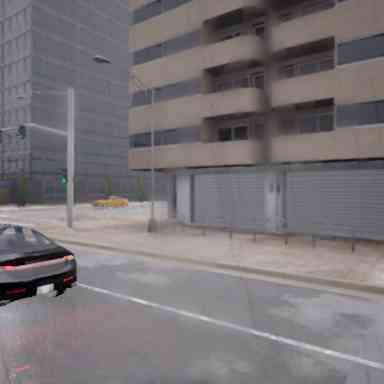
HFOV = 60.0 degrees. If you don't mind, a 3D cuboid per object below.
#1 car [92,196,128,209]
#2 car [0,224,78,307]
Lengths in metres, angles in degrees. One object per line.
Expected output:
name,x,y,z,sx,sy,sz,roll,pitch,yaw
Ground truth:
car,-10.327,1.289,42.210,1.882,1.535,5.008,0,0,36
car,-4.496,1.448,7.161,4.902,1.511,2.128,1,0,36
